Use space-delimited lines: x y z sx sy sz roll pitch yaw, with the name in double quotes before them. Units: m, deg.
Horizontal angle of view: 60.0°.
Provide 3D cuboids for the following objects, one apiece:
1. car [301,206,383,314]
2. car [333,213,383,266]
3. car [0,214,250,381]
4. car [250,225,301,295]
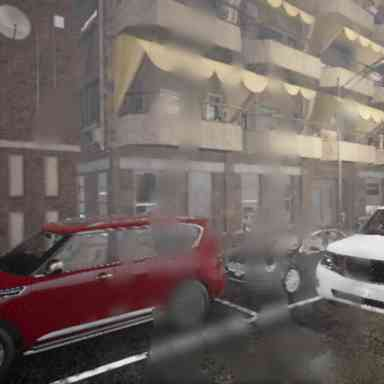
"car" 4.931 1.224 6.907 5.566 2.045 2.150 0 0 -37
"car" 7.215 1.561 11.951 4.403 1.369 2.008 0 -1 -37
"car" -1.671 1.349 5.376 5.009 1.841 2.192 0 -1 -37
"car" 2.773 1.572 8.662 4.403 1.369 2.008 0 -1 -37
